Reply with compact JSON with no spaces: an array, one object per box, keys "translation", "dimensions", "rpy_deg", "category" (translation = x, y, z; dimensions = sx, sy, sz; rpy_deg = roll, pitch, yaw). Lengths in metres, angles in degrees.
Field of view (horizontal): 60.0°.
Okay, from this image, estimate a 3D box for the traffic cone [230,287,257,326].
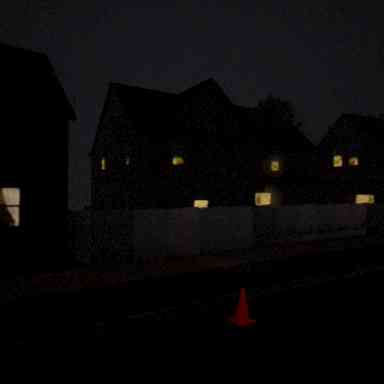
[{"translation":[0.894,1.955,5.812],"dimensions":[0.340,0.580,0.340],"rpy_deg":[0,0,-34],"category":"traffic cone"}]
